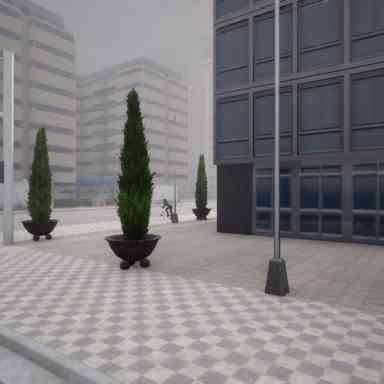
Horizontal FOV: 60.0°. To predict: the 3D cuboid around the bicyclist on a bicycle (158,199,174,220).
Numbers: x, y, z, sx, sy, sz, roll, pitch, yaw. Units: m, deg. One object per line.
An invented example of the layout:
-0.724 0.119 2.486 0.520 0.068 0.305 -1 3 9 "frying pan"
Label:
-1.999 1.356 25.879 1.656 1.620 0.582 0 0 35 "bicyclist on a bicycle"
